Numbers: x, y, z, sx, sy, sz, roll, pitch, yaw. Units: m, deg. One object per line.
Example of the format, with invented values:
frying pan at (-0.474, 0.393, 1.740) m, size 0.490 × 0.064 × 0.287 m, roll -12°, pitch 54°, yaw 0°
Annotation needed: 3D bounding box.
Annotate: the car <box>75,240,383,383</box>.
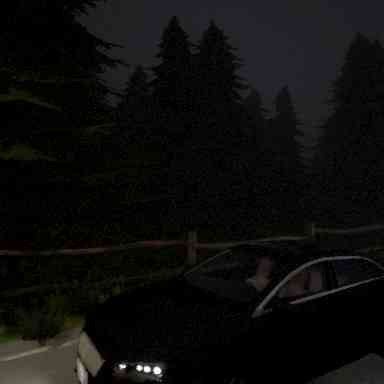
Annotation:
car at (1.063, 1.462, 4.410) m, size 4.902 × 1.511 × 2.128 m, roll 0°, pitch 0°, yaw -31°
